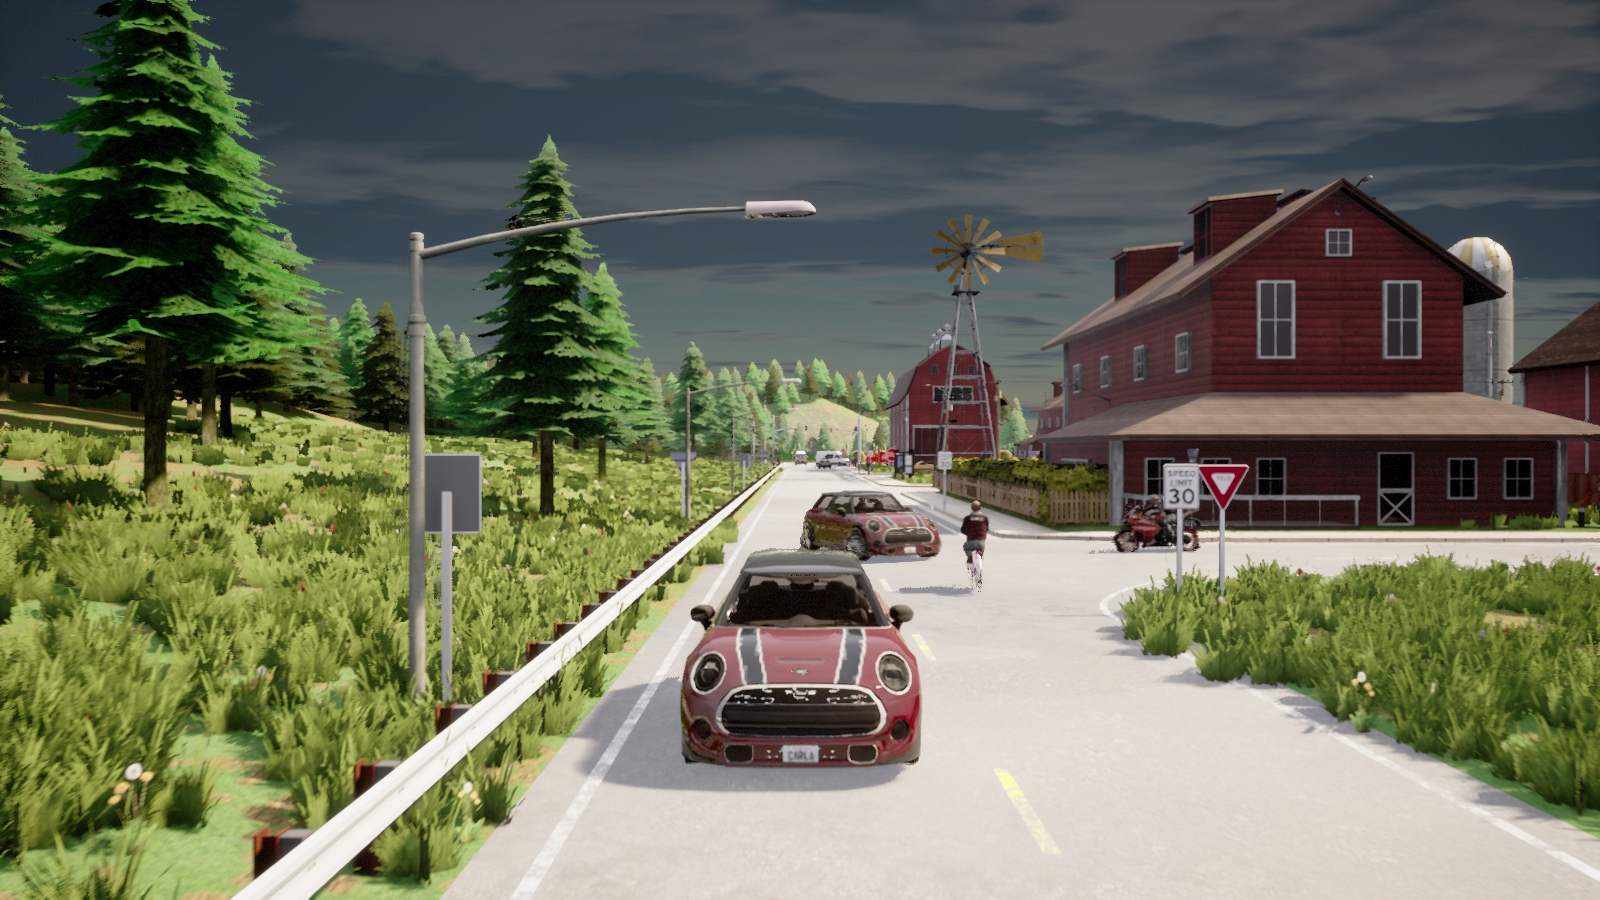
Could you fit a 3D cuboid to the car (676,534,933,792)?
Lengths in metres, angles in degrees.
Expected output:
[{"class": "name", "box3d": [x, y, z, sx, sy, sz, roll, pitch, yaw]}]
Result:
[{"class": "car", "box3d": [0.052, 1.904, 11.594, 2.097, 1.767, 4.553, 0, 0, 0]}]

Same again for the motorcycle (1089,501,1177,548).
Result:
[{"class": "motorcycle", "box3d": [9.277, 2.061, 31.912, 2.209, 1.251, 0.867, 0, 0, 0]}]

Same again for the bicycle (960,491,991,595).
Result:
[{"class": "bicycle", "box3d": [3.489, 1.807, 22.786, 0.329, 1.919, 1.835, 0, 0, 0]}]

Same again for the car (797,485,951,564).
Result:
[{"class": "car", "box3d": [1.815, 1.857, 29.753, 2.097, 1.767, 4.553, 0, 0, -24]}]
